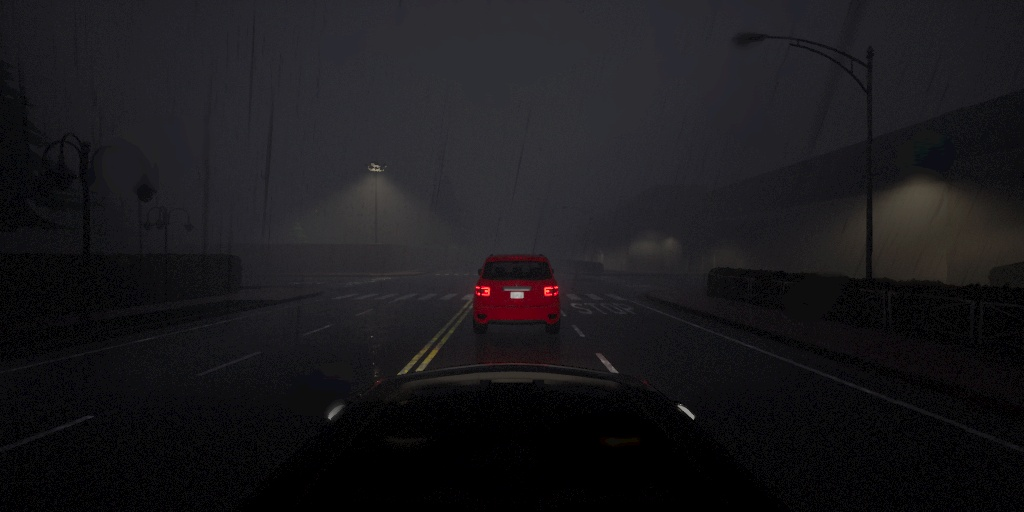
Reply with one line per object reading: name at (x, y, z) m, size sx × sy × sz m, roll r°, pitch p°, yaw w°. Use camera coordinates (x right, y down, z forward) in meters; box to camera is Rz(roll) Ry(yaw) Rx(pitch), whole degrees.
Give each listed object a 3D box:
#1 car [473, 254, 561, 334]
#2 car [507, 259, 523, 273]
car at (0.120, 0.971, 10.727) m, size 2.150 × 2.045 × 5.566 m, roll 0°, pitch 0°, yaw 0°
car at (0.350, 1.228, 45.580) m, size 1.882 × 1.535 × 5.008 m, roll 0°, pitch 0°, yaw 1°
